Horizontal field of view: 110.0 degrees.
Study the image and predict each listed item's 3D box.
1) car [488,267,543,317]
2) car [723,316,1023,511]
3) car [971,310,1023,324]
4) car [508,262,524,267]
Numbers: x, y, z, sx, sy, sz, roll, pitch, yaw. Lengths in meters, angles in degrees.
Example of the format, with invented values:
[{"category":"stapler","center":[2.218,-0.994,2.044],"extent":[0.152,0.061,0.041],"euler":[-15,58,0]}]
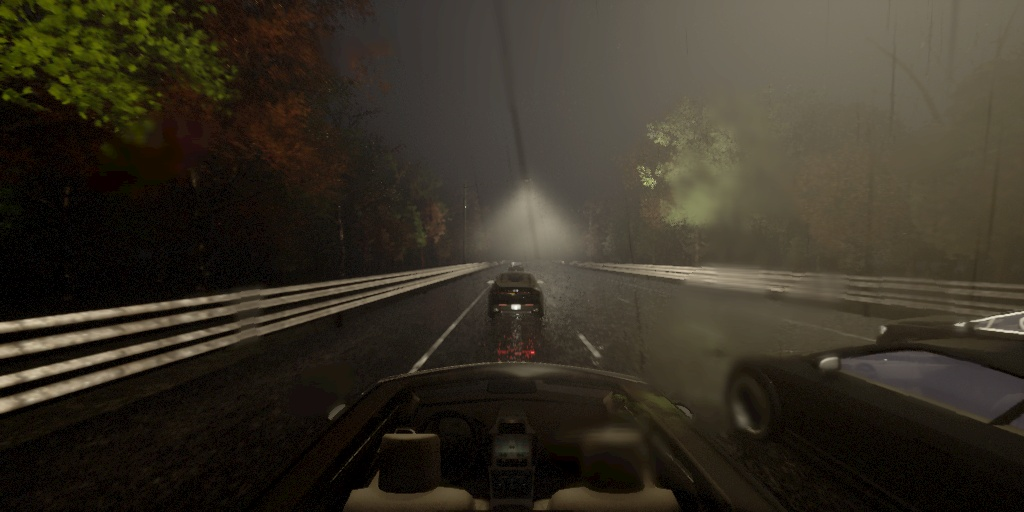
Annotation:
[{"category":"car","center":[0.139,1.341,13.636],"extent":[1.837,1.490,4.892],"euler":[0,0,0]},{"category":"car","center":[3.605,1.323,2.724],"extent":[1.994,1.385,4.181],"euler":[0,0,0]},{"category":"car","center":[7.105,1.262,4.082],"extent":[2.128,1.511,4.902],"euler":[0,0,0]},{"category":"car","center":[0.563,1.554,45.643],"extent":[2.128,1.511,4.902],"euler":[0,0,1]}]
